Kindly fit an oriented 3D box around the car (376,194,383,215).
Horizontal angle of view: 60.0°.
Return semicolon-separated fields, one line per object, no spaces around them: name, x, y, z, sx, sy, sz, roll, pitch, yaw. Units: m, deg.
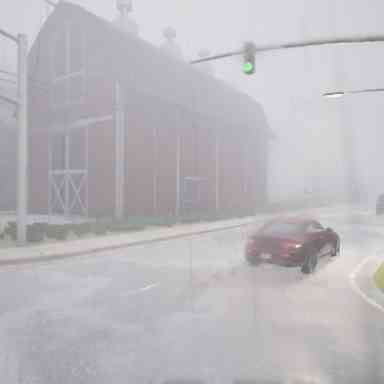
car;19.724;1.253;32.917;2.150;2.045;5.566;1;0;36

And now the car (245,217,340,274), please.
car;3.323;1.528;10.642;1.812;1.442;4.674;1;0;36
